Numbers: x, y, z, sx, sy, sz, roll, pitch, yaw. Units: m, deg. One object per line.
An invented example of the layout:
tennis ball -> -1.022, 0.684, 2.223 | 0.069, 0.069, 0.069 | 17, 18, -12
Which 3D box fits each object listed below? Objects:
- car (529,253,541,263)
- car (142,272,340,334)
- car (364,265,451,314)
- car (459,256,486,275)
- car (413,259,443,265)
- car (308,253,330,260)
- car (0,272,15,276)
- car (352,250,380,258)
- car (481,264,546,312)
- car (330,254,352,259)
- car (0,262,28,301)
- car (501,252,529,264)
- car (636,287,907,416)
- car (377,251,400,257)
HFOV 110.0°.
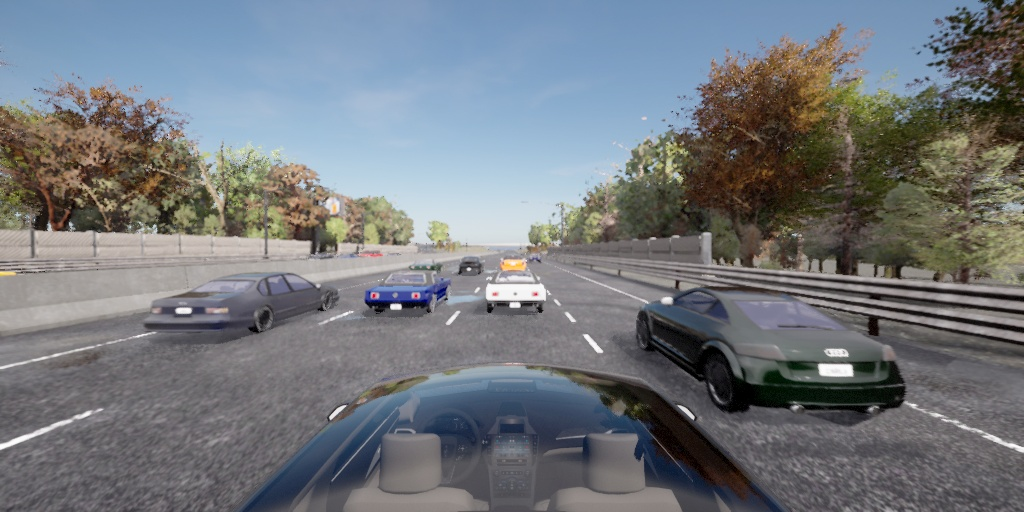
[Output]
car -> 3.498, 0.380, 56.604 | 1.895, 1.301, 4.718 | 0, 1, 0
car -> -6.906, 1.153, 10.040 | 2.033, 1.411, 5.357 | 0, 1, 0
car -> -3.401, 1.161, 12.748 | 1.895, 1.301, 4.718 | 0, 1, 0
car -> -3.401, 0.762, 30.811 | 1.837, 1.490, 4.892 | 0, 1, 0
car -> -6.898, 0.881, 29.362 | 1.895, 1.301, 4.718 | 0, 1, 0
car -> -28.054, 0.382, 52.726 | 2.128, 1.511, 4.902 | 0, 1, 0
car -> -17.599, 1.201, 10.286 | 1.895, 1.301, 4.718 | 0, 1, 0
car -> -21.063, 0.106, 53.192 | 2.150, 2.045, 5.566 | 0, 1, 0
car -> 0.100, 1.155, 13.096 | 1.895, 1.301, 4.718 | 0, 1, 0
car -> -24.564, 0.409, 53.259 | 1.812, 1.442, 4.674 | 0, 1, 0
car -> -21.099, 1.041, 12.427 | 1.882, 1.535, 5.008 | 0, 1, 0
car -> 0.098, 0.614, 30.515 | 2.097, 1.767, 4.553 | 0, 1, 0
car -> 3.582, 1.189, 5.927 | 1.994, 1.385, 4.181 | 0, 1, 1
car -> -17.558, 0.438, 52.839 | 2.033, 1.411, 5.357 | 0, 1, 1
